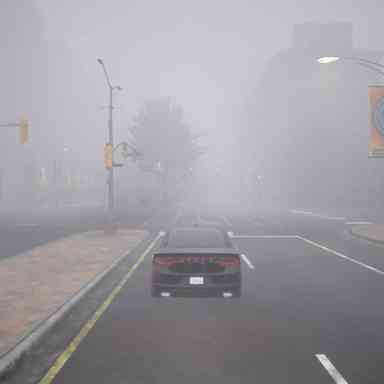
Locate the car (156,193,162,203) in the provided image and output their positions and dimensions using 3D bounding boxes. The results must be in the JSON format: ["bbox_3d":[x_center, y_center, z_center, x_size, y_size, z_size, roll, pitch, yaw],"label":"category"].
[{"bbox_3d":[-7.755,1.525,67.699,1.812,1.442,4.674,0,0,1],"label":"car"}]

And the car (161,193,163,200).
[{"bbox_3d":[-7.699,1.225,78.604,2.150,2.045,5.566,0,0,0],"label":"car"}]

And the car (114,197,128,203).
[{"bbox_3d":[-14.490,1.595,67.967,1.895,1.301,4.718,0,0,0],"label":"car"}]

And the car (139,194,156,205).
[{"bbox_3d":[-7.865,1.505,56.597,1.837,1.490,4.892,0,0,1],"label":"car"}]

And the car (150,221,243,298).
[{"bbox_3d":[0.110,1.478,8.590,1.882,1.535,5.008,0,0,1],"label":"car"}]
